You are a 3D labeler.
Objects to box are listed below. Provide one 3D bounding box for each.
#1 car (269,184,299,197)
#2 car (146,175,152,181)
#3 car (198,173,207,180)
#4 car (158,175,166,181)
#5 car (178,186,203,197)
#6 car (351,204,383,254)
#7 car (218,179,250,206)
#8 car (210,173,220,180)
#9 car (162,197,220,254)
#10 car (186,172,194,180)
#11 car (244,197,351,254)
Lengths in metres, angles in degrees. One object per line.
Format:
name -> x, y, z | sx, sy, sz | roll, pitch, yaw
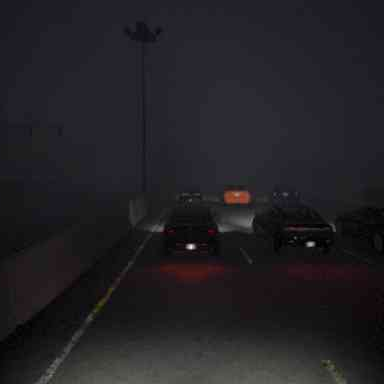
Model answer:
car -> 7.394, 0.106, 26.862 | 2.097, 1.767, 4.553 | 1, 4, 12
car -> -10.955, -3.455, 82.896 | 2.033, 1.411, 5.357 | 0, 4, 0
car -> 3.007, -3.958, 89.612 | 1.837, 1.490, 4.892 | 0, 4, 0
car -> -7.455, -3.518, 82.912 | 1.882, 1.535, 5.008 | 0, 4, 0
car -> -0.110, 0.236, 27.036 | 2.128, 1.511, 4.902 | 0, 4, 0
car -> 6.975, 1.206, 12.182 | 1.837, 1.490, 4.892 | 0, 3, 0
car -> 3.391, 0.099, 26.969 | 2.097, 1.767, 4.553 | 0, 4, 0
car -> 6.499, -4.175, 90.840 | 2.097, 1.767, 4.553 | 0, 4, 0
car -> -0.026, 1.208, 12.143 | 1.837, 1.490, 4.892 | 0, 3, 0
car -> -0.493, -3.915, 89.594 | 2.033, 1.411, 5.357 | 0, 4, 0
car -> 3.475, 1.193, 12.156 | 2.128, 1.511, 4.902 | 0, 3, 0
